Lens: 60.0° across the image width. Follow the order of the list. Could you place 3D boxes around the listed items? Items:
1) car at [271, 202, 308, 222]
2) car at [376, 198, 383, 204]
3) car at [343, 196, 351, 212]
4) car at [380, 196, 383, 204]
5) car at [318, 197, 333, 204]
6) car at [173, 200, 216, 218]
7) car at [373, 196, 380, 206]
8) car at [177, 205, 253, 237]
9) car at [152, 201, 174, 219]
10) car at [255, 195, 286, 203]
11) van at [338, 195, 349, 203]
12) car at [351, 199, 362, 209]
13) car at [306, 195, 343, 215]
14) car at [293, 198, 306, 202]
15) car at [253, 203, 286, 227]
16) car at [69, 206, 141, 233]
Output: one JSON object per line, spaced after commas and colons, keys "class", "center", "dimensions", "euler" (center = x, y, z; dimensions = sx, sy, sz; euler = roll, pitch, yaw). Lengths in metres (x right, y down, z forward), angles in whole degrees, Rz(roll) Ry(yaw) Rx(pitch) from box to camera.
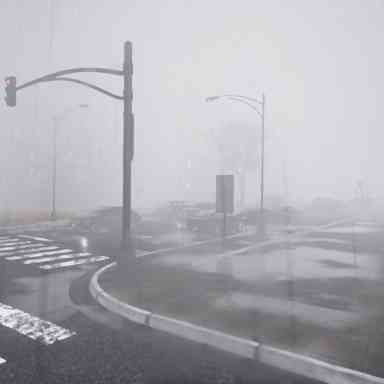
{"class": "car", "center": [7.926, 1.779, 27.921], "dimensions": [1.802, 1.307, 4.206], "euler": [1, 0, 36]}
{"class": "car", "center": [44.654, 2.047, 78.110], "dimensions": [2.008, 1.369, 4.403], "euler": [1, 0, 36]}
{"class": "car", "center": [18.398, 1.720, 42.298], "dimensions": [1.967, 1.590, 4.097], "euler": [1, 0, 36]}
{"class": "car", "center": [41.369, 1.784, 73.637], "dimensions": [2.192, 1.841, 5.009], "euler": [1, 0, 36]}
{"class": "car", "center": [28.039, 1.849, 69.652], "dimensions": [1.947, 1.339, 4.313], "euler": [1, 0, 36]}
{"class": "car", "center": [0.879, 1.589, 28.319], "dimensions": [1.837, 1.490, 4.892], "euler": [1, 1, 36]}
{"class": "car", "center": [34.893, 1.940, 64.828], "dimensions": [1.752, 1.417, 4.829], "euler": [1, 0, 36]}
{"class": "car", "center": [1.435, 1.696, 19.088], "dimensions": [2.008, 1.369, 4.403], "euler": [1, 0, 36]}
{"class": "car", "center": [-1.650, 1.481, 29.474], "dimensions": [1.967, 1.590, 4.097], "euler": [1, 0, 36]}
{"class": "car", "center": [9.458, 1.378, 39.968], "dimensions": [2.150, 2.045, 5.566], "euler": [1, 0, 36]}
{"class": "van", "center": [37.903, 1.706, 83.071], "dimensions": [1.690, 1.788, 3.998], "euler": [1, 0, 36]}
{"class": "car", "center": [24.931, 1.773, 51.273], "dimensions": [1.967, 1.590, 4.097], "euler": [1, 0, 36]}
{"class": "car", "center": [15.138, 1.569, 37.805], "dimensions": [2.192, 1.841, 5.009], "euler": [1, 0, 36]}
{"class": "car", "center": [18.076, 1.727, 56.097], "dimensions": [1.752, 1.417, 4.829], "euler": [1, 0, 36]}
{"class": "car", "center": [4.682, 1.737, 23.505], "dimensions": [1.947, 1.339, 4.313], "euler": [1, 0, 36]}
{"class": "car", "center": [-5.121, 1.564, 20.158], "dimensions": [1.812, 1.442, 4.674], "euler": [1, 0, 36]}
